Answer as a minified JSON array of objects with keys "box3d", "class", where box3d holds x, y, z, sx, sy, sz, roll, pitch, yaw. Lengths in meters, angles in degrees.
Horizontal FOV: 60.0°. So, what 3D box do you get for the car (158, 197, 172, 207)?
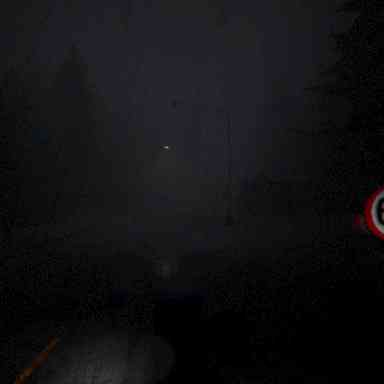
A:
[{"box3d":[-4.037,1.481,50.901,2.033,1.411,5.357,0,0,1],"class":"car"}]
